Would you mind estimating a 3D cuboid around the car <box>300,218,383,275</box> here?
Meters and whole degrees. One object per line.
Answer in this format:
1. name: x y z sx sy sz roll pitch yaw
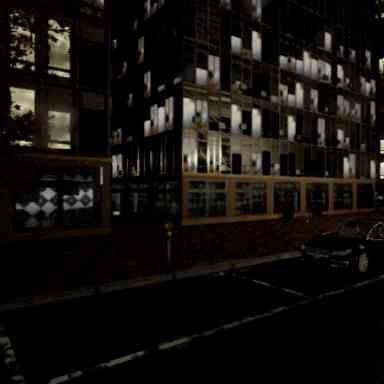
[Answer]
1. car: 5.141 1.505 10.227 4.403 1.369 2.008 0 0 -36
